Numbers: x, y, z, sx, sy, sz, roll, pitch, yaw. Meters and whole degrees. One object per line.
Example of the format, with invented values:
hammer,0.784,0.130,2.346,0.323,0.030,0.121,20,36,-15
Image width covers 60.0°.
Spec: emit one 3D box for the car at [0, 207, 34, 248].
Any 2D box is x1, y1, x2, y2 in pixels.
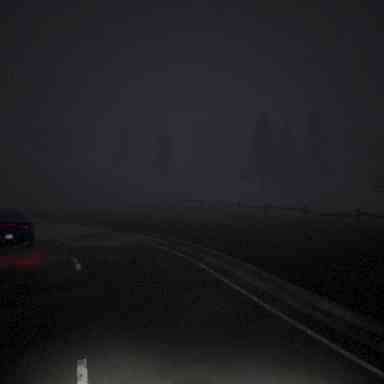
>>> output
car,-7.842,1.354,13.435,1.882,1.535,5.008,2,0,-38
